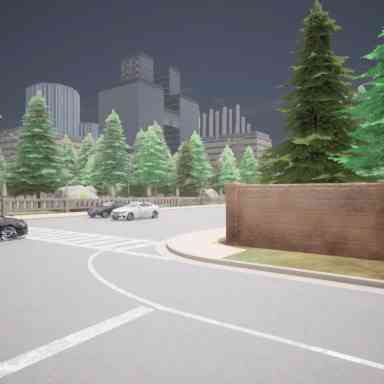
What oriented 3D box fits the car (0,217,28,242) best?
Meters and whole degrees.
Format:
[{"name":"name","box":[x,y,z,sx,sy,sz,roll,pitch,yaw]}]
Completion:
[{"name":"car","box":[-9.895,1.491,14.559,4.902,1.511,2.128,0,0,-44]}]

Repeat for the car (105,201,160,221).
[{"name":"car","box":[-4.582,1.526,27.562,1.812,1.442,4.674,0,0,35]}]

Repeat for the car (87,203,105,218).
[{"name":"car","box":[-7.164,1.525,29.973,1.812,1.442,4.674,0,0,35]}]
